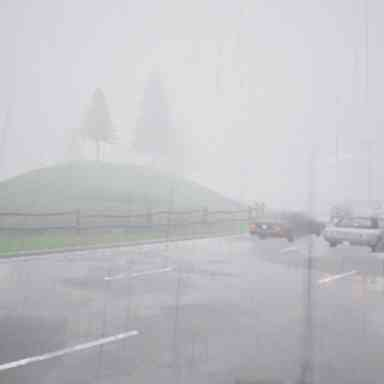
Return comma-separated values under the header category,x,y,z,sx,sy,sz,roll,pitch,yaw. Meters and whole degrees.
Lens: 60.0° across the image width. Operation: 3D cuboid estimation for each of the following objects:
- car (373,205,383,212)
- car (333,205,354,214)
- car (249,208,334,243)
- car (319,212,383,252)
category,x,y,z,sx,sy,sz,roll,pitch,yaw
car,16.399,1.809,27.926,1.812,1.442,4.674,0,0,23
car,13.056,1.811,28.967,2.033,1.411,5.357,0,0,23
car,5.090,1.683,17.123,2.033,1.411,5.357,0,0,44
car,7.660,1.742,14.750,1.895,1.301,4.718,0,0,44
